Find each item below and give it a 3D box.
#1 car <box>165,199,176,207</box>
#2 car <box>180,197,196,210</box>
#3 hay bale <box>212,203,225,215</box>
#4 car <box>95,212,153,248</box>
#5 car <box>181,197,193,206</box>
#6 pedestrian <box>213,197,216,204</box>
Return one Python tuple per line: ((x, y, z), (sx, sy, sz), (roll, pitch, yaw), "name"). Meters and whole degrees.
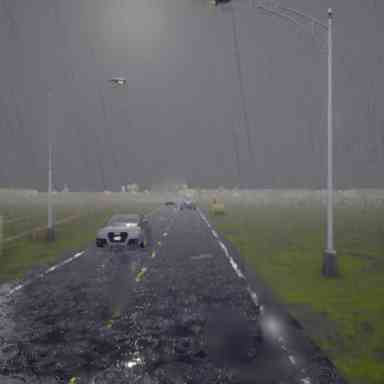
((-3.633, 1.818, 56.636), (1.895, 1.301, 4.718), (0, 0, -1), "car")
((-0.521, 1.530, 45.672), (2.097, 1.767, 4.553), (0, 0, -1), "car")
((2.791, 1.798, 35.388), (1.220, 1.180, 1.240), (0, 0, -1), "hay bale")
((-2.928, 1.630, 15.041), (1.994, 1.385, 4.181), (0, 0, 0), "car")
((-0.950, 1.722, 61.055), (2.128, 1.511, 4.902), (0, 0, -2), "car")
((2.465, 1.441, 36.554), (0.375, 1.860, 0.375), (0, 0, 1), "pedestrian")
